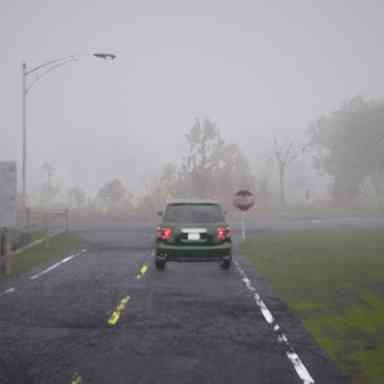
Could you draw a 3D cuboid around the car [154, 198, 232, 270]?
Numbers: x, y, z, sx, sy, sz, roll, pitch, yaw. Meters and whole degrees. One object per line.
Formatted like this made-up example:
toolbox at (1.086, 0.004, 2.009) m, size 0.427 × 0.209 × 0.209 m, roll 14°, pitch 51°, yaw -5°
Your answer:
car at (-0.015, 1.202, 11.134) m, size 2.150 × 2.045 × 5.566 m, roll 0°, pitch 0°, yaw -1°
